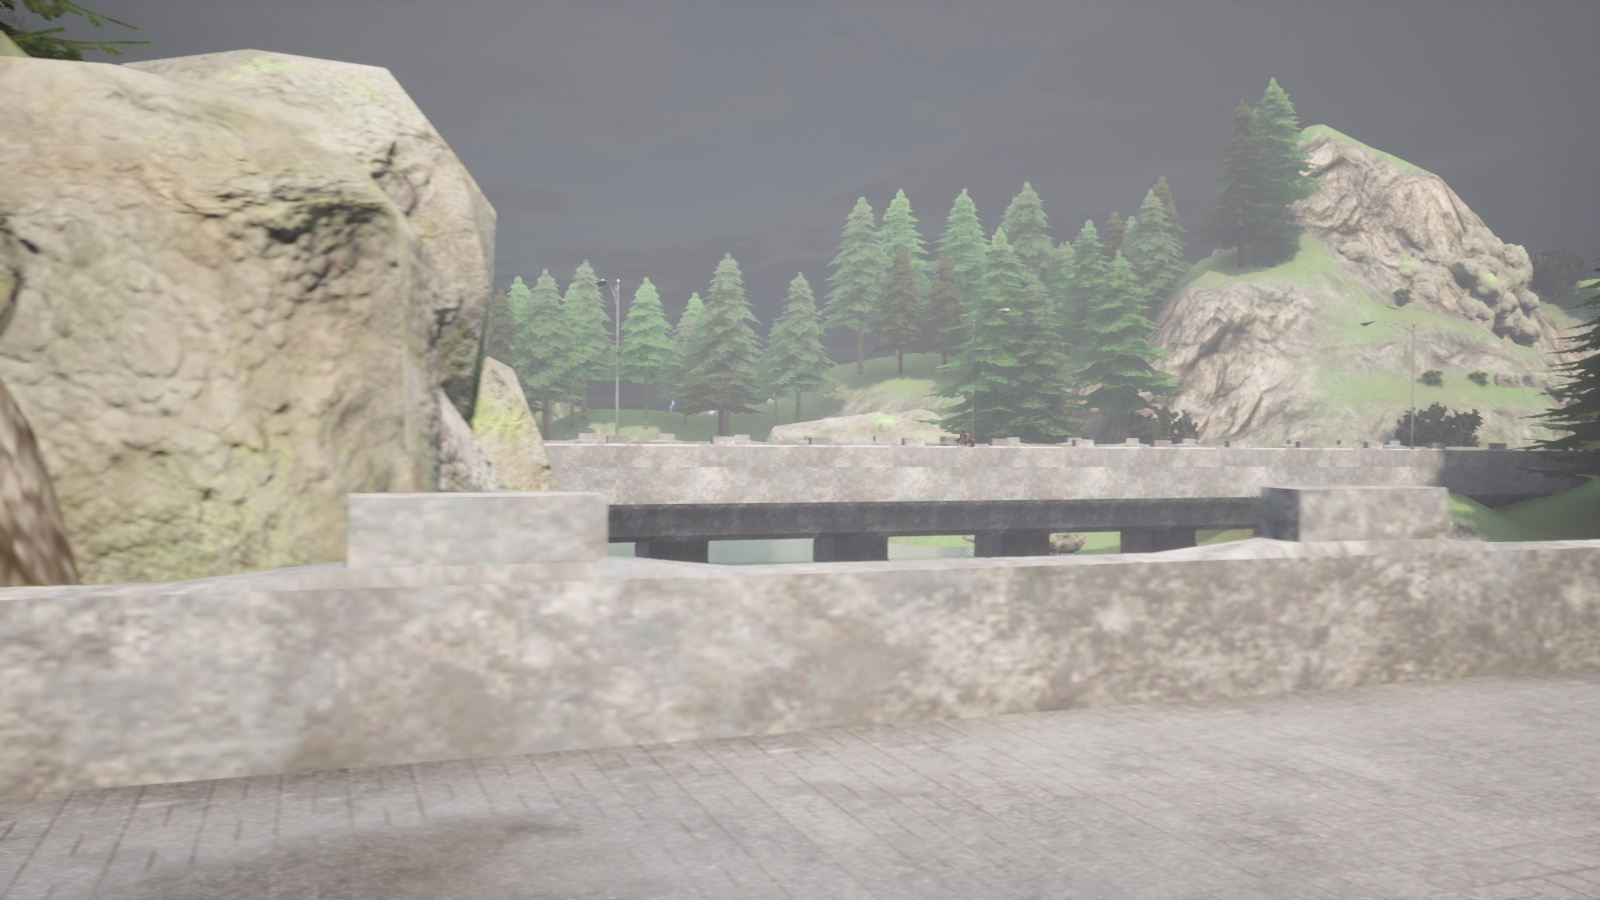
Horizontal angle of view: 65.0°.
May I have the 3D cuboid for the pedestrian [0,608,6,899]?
[{"bbox_3d":[-2.866,0.477,3.782,0.709,1.840,0.431,-1,1,-42],"label":"pedestrian"}]
